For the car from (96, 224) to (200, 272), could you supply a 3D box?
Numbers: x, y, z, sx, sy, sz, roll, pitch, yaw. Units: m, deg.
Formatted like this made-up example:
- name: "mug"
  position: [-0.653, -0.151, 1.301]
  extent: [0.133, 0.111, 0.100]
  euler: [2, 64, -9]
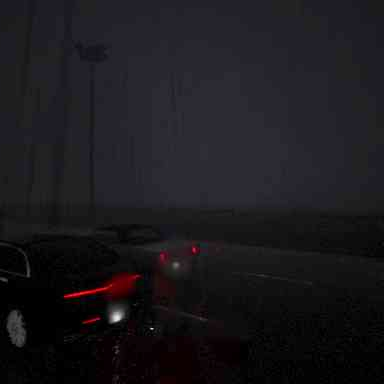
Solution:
- name: "car"
  position: [-2.186, 1.620, 9.848]
  extent: [4.718, 1.301, 1.895]
  euler: [0, 0, 35]

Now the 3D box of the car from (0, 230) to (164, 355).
- name: "car"
  position: [-3.036, 1.522, 6.158]
  extent: [4.892, 1.490, 1.837]
  euler: [0, 0, 35]
